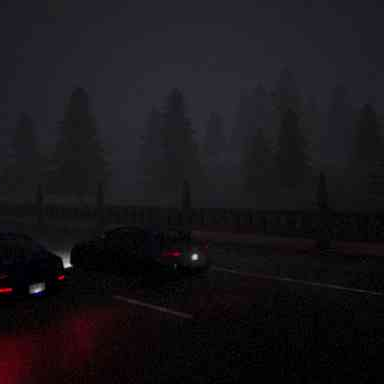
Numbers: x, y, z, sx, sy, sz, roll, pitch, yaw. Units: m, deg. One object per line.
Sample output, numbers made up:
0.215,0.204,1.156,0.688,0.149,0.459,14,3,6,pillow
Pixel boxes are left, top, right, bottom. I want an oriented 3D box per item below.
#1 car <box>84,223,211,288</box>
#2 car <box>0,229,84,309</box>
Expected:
-1.561,1.593,9.403,4.181,1.385,1.994,0,0,35,car
-4.651,1.560,7.308,4.674,1.442,1.812,0,0,36,car
